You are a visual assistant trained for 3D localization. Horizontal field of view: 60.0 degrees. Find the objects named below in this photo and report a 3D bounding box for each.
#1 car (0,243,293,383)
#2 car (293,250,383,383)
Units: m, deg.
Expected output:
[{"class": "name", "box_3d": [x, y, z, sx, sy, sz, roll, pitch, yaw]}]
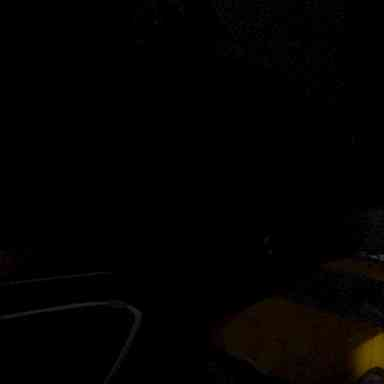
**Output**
[{"class": "car", "box_3d": [-2.133, 1.317, 1.284, 5.009, 1.841, 2.192, 0, 0, -36]}, {"class": "car", "box_3d": [2.299, 1.518, 4.447, 4.829, 1.417, 1.752, 0, 0, -36]}]
